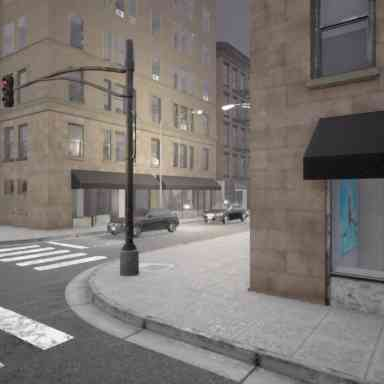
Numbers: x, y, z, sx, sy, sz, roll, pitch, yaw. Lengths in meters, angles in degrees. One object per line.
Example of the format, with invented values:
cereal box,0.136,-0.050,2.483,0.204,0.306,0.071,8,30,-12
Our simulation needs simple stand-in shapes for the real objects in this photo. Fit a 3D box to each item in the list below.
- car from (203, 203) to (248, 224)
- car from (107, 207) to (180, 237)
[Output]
car,2.709,1.640,26.277,2.128,1.511,4.902,0,0,35
car,-2.592,1.620,18.803,1.812,1.442,4.674,0,0,37
